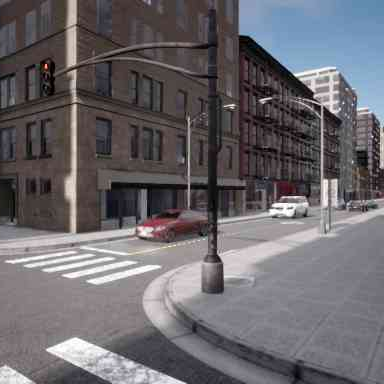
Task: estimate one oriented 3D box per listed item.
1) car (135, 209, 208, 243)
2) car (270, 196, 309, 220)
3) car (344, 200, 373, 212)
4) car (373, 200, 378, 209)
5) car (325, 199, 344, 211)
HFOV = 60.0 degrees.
[{"bbox_3d":[-0.818,1.617,16.909,1.812,1.442,4.674,0,0,36],"label":"car"},{"bbox_3d":[9.172,1.413,30.970,2.150,2.045,5.566,0,0,35],"label":"car"},{"bbox_3d":[22.034,1.782,43.955,2.128,1.511,4.902,0,0,36],"label":"car"},{"bbox_3d":[27.785,1.905,52.034,1.994,1.385,4.181,0,0,35],"label":"car"},{"bbox_3d":[19.828,1.708,45.771,2.097,1.767,4.553,0,0,35],"label":"car"}]
